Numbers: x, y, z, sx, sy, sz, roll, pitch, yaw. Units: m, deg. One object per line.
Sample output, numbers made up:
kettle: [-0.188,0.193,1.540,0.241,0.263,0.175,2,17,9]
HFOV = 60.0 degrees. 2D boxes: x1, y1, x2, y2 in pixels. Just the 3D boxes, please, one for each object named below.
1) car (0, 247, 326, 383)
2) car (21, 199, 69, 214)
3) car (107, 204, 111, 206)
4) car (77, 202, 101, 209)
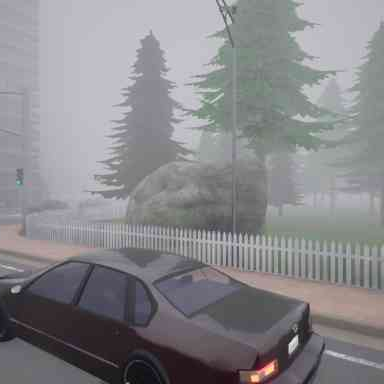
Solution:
car: [-1.046,1.547,4.736,5.357,1.411,2.033,0,0,35]
car: [-15.252,1.492,34.937,2.033,1.411,5.357,0,0,17]
car: [-14.333,1.296,54.215,2.097,1.767,4.553,0,0,-12]
car: [-13.586,1.545,44.429,1.895,1.301,4.718,0,0,3]
